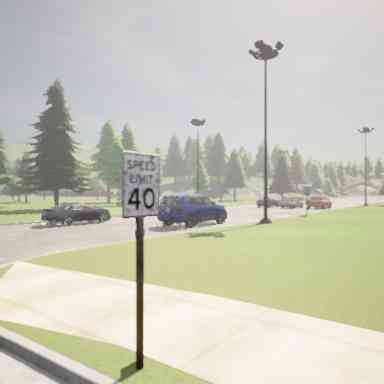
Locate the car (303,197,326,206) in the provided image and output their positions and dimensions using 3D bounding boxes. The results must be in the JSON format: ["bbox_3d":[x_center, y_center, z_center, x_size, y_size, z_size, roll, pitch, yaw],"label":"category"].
[{"bbox_3d":[20.125,1.545,54.422,2.033,1.411,5.357,0,0,37],"label":"car"}]

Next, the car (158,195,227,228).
[{"bbox_3d":[0.137,1.219,22.354,2.150,2.045,5.566,0,0,38],"label":"car"}]

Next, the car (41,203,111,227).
[{"bbox_3d":[-7.957,1.488,23.246,2.128,1.511,4.902,0,0,38],"label":"car"}]

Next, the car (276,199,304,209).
[{"bbox_3d":[13.906,1.598,46.182,1.895,1.301,4.718,0,0,38],"label":"car"}]

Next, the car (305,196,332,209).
[{"bbox_3d":[17.216,1.349,44.741,2.097,1.767,4.553,0,0,38],"label":"car"}]

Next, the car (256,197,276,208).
[{"bbox_3d":[11.100,1.489,48.277,2.128,1.511,4.902,0,0,38],"label":"car"}]
